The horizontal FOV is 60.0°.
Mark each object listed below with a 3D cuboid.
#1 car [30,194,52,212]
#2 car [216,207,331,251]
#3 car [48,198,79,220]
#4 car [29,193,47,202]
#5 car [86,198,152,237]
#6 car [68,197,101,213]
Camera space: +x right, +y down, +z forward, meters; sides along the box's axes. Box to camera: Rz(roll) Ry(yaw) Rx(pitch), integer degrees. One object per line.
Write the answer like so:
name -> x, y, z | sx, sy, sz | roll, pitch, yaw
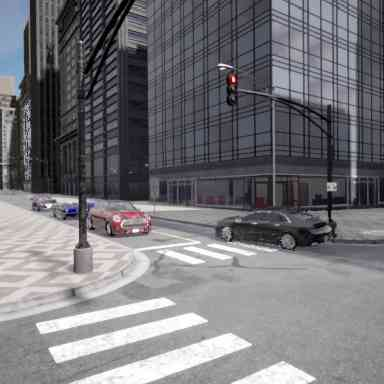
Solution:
car -> -15.410, 1.176, 34.672 | 2.128, 1.511, 4.902 | -1, 1, -34
car -> 3.135, 1.410, 13.731 | 4.892, 1.490, 1.837 | 1, 4, 45
car -> -9.597, 1.388, 26.075 | 1.895, 1.301, 4.718 | -1, 1, -34
car -> -25.899, 0.941, 55.840 | 1.994, 1.385, 4.181 | -1, 1, -34
car -> -3.928, 1.233, 17.689 | 2.097, 1.767, 4.553 | -1, 1, -34
car -> -11.011, 1.281, 33.863 | 1.895, 1.301, 4.718 | -1, 1, -34
